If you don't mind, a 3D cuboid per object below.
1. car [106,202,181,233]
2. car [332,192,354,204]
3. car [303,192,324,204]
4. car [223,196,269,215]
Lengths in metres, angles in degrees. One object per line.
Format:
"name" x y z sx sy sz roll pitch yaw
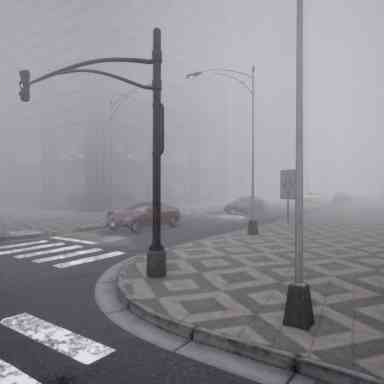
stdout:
"car" -2.477 1.264 18.045 1.812 1.442 4.674 0 1 36
"car" 19.712 0.729 43.480 1.812 1.442 4.674 0 1 36
"car" 15.749 0.708 43.343 1.882 1.535 5.008 0 1 36
"car" 4.675 1.080 28.010 2.033 1.411 5.357 0 1 36
